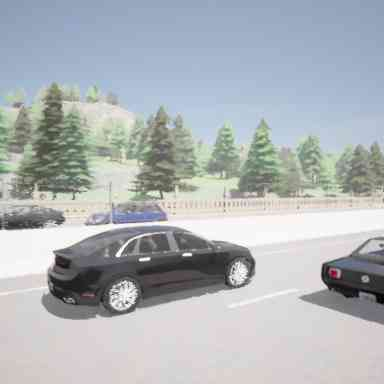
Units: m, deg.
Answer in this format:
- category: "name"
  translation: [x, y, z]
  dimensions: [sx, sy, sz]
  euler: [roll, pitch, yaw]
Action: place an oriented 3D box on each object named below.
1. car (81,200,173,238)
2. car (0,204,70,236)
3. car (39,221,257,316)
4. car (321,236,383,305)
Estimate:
- category: "car"
  translation: [-3.565, 1.383, 18.519]
  dimensions: [4.553, 1.767, 2.097]
  euler: [0, 0, -35]
- category: "car"
  translation: [-9.616, 1.500, 18.561]
  dimensions: [4.902, 1.511, 2.128]
  euler: [0, 0, -35]
- category: "car"
  translation: [-0.639, 1.515, 7.587]
  dimensions: [4.892, 1.490, 1.837]
  euler: [0, 0, -35]
- category: "car"
  translation: [4.984, 1.622, 7.297]
  dimensions: [4.718, 1.301, 1.895]
  euler: [0, 0, -35]
